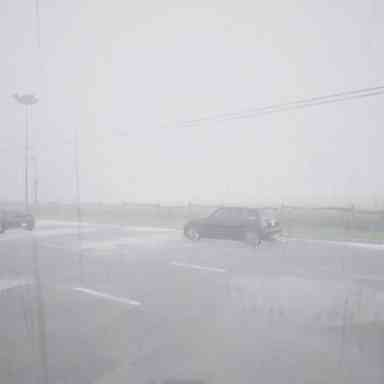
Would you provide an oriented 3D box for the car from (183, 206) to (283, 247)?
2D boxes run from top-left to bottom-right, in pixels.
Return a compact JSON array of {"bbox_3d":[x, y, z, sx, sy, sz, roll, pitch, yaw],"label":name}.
[{"bbox_3d":[1.781,1.419,15.617,4.553,1.767,2.097,-1,0,36],"label":"car"}]

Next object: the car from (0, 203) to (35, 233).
[{"bbox_3d":[-11.872,1.701,21.056,4.892,1.490,1.837,0,0,35],"label":"car"}]
